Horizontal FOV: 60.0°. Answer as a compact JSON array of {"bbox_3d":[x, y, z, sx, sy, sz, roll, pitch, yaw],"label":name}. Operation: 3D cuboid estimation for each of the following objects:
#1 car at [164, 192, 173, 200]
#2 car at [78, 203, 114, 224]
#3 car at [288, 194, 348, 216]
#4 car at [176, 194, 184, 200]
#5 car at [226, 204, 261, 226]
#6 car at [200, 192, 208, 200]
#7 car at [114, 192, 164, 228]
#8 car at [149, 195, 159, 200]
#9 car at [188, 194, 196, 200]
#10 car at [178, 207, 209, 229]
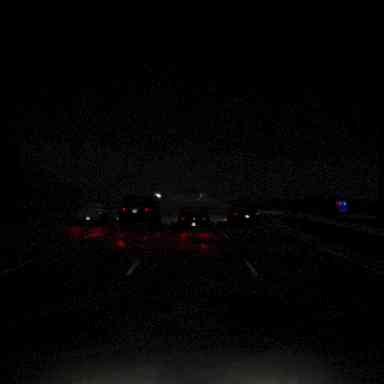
[{"bbox_3d":[-6.992,1.202,92.214,2.150,2.045,5.566,0,0,0],"label":"car"},{"bbox_3d":[-6.897,1.525,24.364,1.812,1.442,4.674,0,0,0],"label":"car"},{"bbox_3d":[12.182,1.220,32.487,2.150,2.045,5.566,0,0,-44],"label":"car"},{"bbox_3d":[-3.492,1.455,92.184,1.882,1.535,5.008,0,0,0],"label":"car"},{"bbox_3d":[3.603,1.562,23.720,1.994,1.385,4.181,0,0,0],"label":"car"},{"bbox_3d":[3.508,1.503,92.739,1.812,1.442,4.674,0,0,0],"label":"car"},{"bbox_3d":[-3.398,1.220,22.420,2.150,2.045,5.566,0,0,0],"label":"car"},{"bbox_3d":[-10.492,1.513,92.185,2.128,1.511,4.902,0,0,0],"label":"car"},{"bbox_3d":[0.008,1.503,92.739,1.812,1.442,4.674,0,0,0],"label":"car"},{"bbox_3d":[0.102,1.600,21.792,1.895,1.301,4.718,0,0,0],"label":"car"}]
